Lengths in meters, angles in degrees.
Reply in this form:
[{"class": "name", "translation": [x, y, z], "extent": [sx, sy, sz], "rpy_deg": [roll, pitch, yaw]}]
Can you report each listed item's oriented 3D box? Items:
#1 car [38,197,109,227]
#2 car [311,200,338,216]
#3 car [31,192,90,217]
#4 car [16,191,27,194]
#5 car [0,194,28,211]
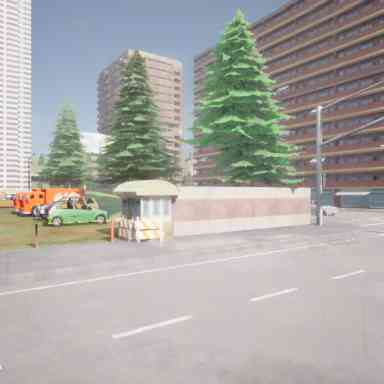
[{"class": "car", "translation": [-7.437, 1.341, 21.496], "extent": [3.988, 1.617, 1.851], "rpy_deg": [0, 0, -35]}, {"class": "car", "translation": [12.210, 1.581, 33.218], "extent": [1.812, 1.442, 4.674], "rpy_deg": [0, 0, -36]}, {"class": "car", "translation": [-9.461, 1.172, 25.546], "extent": [4.605, 1.855, 1.932], "rpy_deg": [0, 0, -35]}, {"class": "car", "translation": [-25.799, 1.204, 46.638], "extent": [3.866, 1.878, 1.905], "rpy_deg": [0, 0, -35]}, {"class": "car", "translation": [-24.520, 1.394, 44.116], "extent": [4.193, 1.474, 1.816], "rpy_deg": [0, 0, -35]}]
